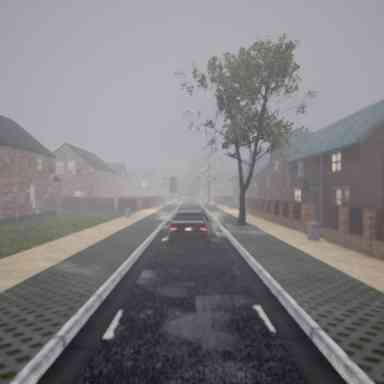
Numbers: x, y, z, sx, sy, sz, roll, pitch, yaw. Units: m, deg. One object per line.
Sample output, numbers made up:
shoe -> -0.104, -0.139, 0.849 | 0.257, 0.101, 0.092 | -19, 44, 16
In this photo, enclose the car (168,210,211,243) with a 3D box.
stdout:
car -> -0.072, 1.597, 16.261 | 2.033, 1.411, 5.357 | 0, 0, 2
